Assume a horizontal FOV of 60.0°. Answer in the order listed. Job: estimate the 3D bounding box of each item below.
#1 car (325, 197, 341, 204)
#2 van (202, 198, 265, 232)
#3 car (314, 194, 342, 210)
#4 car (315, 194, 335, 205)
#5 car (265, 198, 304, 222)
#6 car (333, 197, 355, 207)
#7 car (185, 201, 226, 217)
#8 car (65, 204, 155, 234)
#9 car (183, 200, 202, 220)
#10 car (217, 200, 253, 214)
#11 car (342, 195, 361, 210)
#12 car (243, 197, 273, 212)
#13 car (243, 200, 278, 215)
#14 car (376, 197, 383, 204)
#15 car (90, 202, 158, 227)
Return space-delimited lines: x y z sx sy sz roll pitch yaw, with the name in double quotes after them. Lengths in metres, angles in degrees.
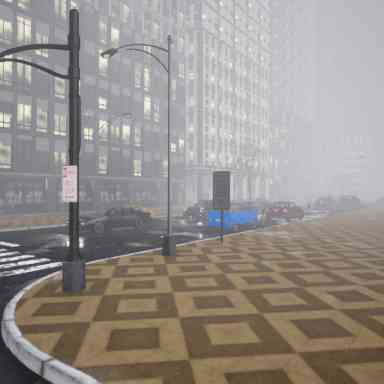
28.445 1.625 66.977 2.008 1.369 4.403 0 0 38 "car"
2.613 1.368 20.250 1.690 1.788 3.998 0 0 38 "van"
17.940 1.400 44.423 2.097 1.767 4.553 0 0 38 "car"
25.055 1.381 62.566 2.192 1.841 5.009 0 0 38 "car"
7.570 1.473 26.882 1.967 1.590 4.097 0 0 38 "car"
23.988 1.552 52.287 2.128 1.511 4.902 0 0 37 "car"
1.322 1.604 31.685 1.802 1.307 4.206 0 0 38 "car"
-4.711 1.564 19.788 2.033 1.411 5.357 0 0 38 "car"
1.262 1.375 27.552 2.097 1.767 4.553 0 0 38 "car"
4.713 1.571 36.097 1.887 1.381 4.507 0 0 38 "car"
21.131 1.369 44.529 2.192 1.841 5.009 0 0 38 "car"
8.103 1.471 40.508 1.967 1.590 4.097 0 0 38 "car"
7.307 1.594 35.406 1.994 1.385 4.181 0 0 38 "car"
38.082 1.659 66.585 1.947 1.339 4.313 0 0 38 "car"
-4.780 1.540 23.958 1.752 1.417 4.829 0 0 38 "car"
